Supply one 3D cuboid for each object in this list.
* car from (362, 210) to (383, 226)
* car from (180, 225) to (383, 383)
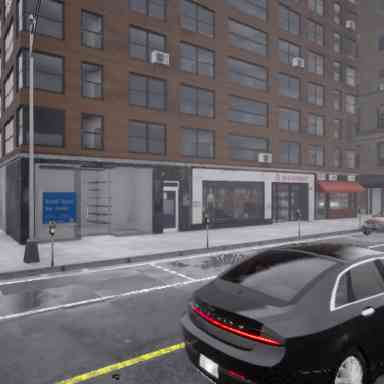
[{"bbox_3d":[10.616,1.582,17.470,4.206,1.307,1.802,0,0,-35],"label":"car"},{"bbox_3d":[2.142,1.506,4.807,4.892,1.490,1.837,0,0,-35],"label":"car"}]
